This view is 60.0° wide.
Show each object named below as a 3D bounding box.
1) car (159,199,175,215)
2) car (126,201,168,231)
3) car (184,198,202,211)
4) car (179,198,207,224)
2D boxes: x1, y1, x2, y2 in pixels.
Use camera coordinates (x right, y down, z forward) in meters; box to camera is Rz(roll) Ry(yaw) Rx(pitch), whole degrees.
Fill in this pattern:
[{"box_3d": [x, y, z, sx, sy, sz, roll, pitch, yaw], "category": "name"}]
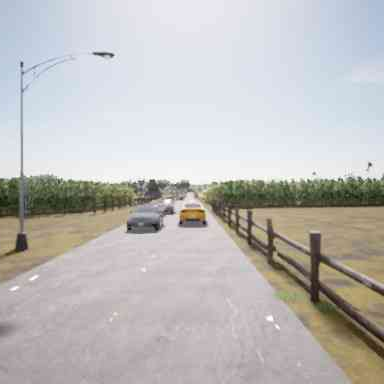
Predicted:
[{"box_3d": [-2.765, 1.501, 34.563, 2.128, 1.511, 4.902, 0, 0, 1], "category": "car"}, {"box_3d": [-2.772, 1.514, 20.528, 1.812, 1.442, 4.674, 0, 0, 1], "category": "car"}, {"box_3d": [0.107, 1.529, 42.809, 2.128, 1.511, 4.902, 0, 0, 0], "category": "car"}, {"box_3d": [0.063, 1.468, 24.780, 1.882, 1.535, 5.008, 0, 0, 1], "category": "car"}]
